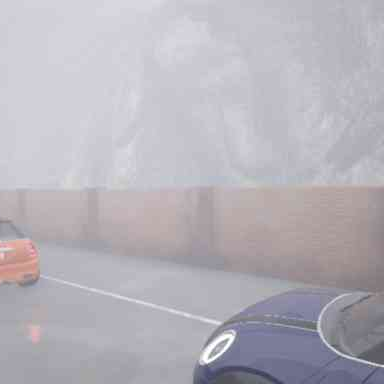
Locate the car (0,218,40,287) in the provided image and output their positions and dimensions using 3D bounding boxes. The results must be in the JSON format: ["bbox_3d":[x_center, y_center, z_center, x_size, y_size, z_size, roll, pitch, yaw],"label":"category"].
[{"bbox_3d":[-5.782,1.367,8.154,4.553,1.767,2.097,0,0,36],"label":"car"}]

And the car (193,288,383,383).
[{"bbox_3d":[2.209,1.351,2.456,4.553,1.767,2.097,0,0,35],"label":"car"}]
